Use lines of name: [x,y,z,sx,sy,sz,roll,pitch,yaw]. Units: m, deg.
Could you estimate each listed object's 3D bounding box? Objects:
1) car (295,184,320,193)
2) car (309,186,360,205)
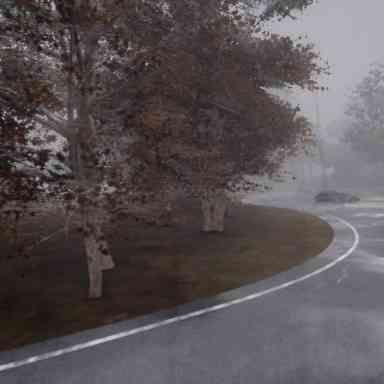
car: [19.628,-0.646,56.356,4.718,1.301,1.895,-5,3,-32]
car: [14.048,0.452,32.459,1.994,1.385,4.181,-4,2,-27]
